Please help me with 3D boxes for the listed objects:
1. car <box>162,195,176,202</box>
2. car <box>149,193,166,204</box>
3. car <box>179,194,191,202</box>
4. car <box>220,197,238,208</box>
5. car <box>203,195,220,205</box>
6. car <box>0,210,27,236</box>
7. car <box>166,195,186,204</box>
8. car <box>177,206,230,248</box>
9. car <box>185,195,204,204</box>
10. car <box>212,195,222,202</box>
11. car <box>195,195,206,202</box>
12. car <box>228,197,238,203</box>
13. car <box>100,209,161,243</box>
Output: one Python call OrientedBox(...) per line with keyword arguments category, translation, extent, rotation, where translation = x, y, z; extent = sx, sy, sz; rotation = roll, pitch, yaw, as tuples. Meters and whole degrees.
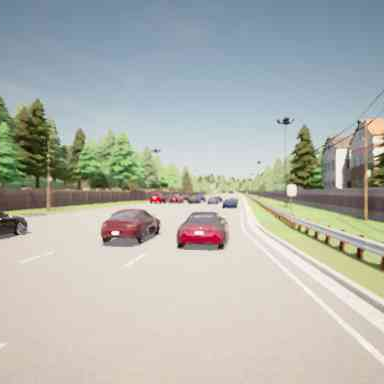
OrientedBox(category="car", translation=(-4.966, 1.379, 73.742), extent=(2.128, 1.511, 4.902), rotation=(0, 0, 8))
OrientedBox(category="car", translation=(-6.489, 1.237, 63.464), extent=(2.150, 2.045, 5.566), rotation=(0, 0, 8))
OrientedBox(category="car", translation=(-1.504, 1.335, 73.229), extent=(1.882, 1.535, 5.008), rotation=(0, 0, 8))
OrientedBox(category="car", translation=(5.478, 1.588, 48.030), extent=(1.994, 1.385, 4.181), rotation=(0, 0, 8))
OrientedBox(category="car", translation=(3.893, 1.575, 61.895), extent=(2.033, 1.411, 5.357), rotation=(0, 0, 8))
OrientedBox(category="car", translation=(-9.915, 1.500, 15.786), extent=(1.837, 1.490, 4.892), rotation=(0, 0, 8))
OrientedBox(category="car", translation=(-2.975, 1.372, 63.304), extent=(2.097, 1.767, 4.553), rotation=(0, 0, 8))
OrientedBox(category="car", translation=(0.577, 1.570, 14.960), extent=(1.994, 1.385, 4.181), rotation=(0, 0, 8))
OrientedBox(category="car", translation=(0.492, 1.588, 62.821), extent=(1.994, 1.385, 4.181), rotation=(0, 0, 8))
OrientedBox(category="car", translation=(5.420, 1.418, 72.203), extent=(1.994, 1.385, 4.181), rotation=(0, 0, 8))
OrientedBox(category="car", translation=(1.958, 1.386, 72.716), extent=(1.812, 1.442, 4.674), rotation=(0, 0, 8))
OrientedBox(category="car", translation=(8.543, 1.636, 68.730), extent=(1.895, 1.301, 4.718), rotation=(0, 0, 8))
OrientedBox(category="car", translation=(-2.825, 1.529, 15.963), extent=(1.812, 1.442, 4.674), rotation=(0, 0, 8))
